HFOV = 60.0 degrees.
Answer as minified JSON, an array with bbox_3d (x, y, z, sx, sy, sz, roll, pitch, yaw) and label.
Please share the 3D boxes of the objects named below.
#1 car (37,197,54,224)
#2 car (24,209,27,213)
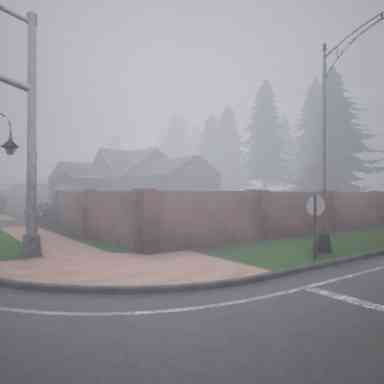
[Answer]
[{"bbox_3d":[-8.908,1.247,23.936,4.605,1.855,1.932,0,0,-37],"label":"car"},{"bbox_3d":[-10.722,1.255,25.719,3.866,1.878,1.905,0,0,-37],"label":"car"}]
